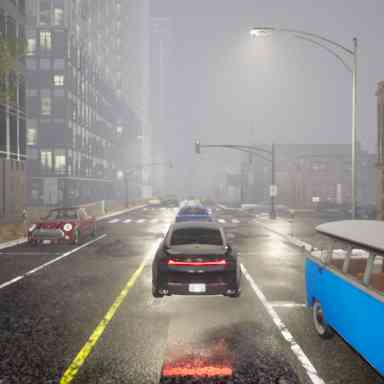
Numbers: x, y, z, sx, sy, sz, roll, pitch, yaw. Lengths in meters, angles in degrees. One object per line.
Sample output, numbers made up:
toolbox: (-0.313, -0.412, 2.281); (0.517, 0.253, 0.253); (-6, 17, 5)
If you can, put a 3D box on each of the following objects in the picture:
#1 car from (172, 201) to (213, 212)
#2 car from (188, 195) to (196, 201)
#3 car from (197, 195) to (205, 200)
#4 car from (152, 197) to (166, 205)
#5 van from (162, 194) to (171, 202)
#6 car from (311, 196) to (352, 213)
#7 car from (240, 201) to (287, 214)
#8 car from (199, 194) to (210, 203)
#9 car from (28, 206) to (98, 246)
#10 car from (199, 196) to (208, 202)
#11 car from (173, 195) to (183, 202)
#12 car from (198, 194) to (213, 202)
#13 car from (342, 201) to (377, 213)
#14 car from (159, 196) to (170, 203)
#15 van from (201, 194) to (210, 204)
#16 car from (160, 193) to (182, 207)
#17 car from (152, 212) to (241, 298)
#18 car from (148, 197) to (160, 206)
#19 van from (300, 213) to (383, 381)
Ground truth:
car: (0.068, 1.472, 17.982); (1.882, 1.535, 5.008); (0, 0, 0)
car: (-0.101, 1.478, 79.560); (1.837, 1.490, 4.892); (0, 0, 0)
car: (2.562, 1.528, 92.498); (2.008, 1.369, 4.403); (-1, 0, 0)
car: (-5.743, 1.549, 58.677); (1.947, 1.339, 4.313); (-1, 0, 0)
van: (-5.768, 1.321, 75.610); (1.690, 1.788, 3.998); (-1, 0, 0)
car: (16.477, 1.410, 38.362); (5.009, 1.841, 2.192); (1, 0, 1)
car: (7.593, 1.645, 35.518); (4.718, 1.301, 1.895); (1, 1, -6)
car: (2.586, 1.296, 69.921); (2.192, 1.841, 5.009); (-1, 0, 0)
car: (-5.723, 1.435, 15.086); (1.967, 1.590, 4.097); (-1, 0, 0)
car: (2.583, 1.561, 75.565); (1.802, 1.307, 4.206); (-1, 0, 0)
car: (-3.095, 1.505, 75.493); (2.128, 1.511, 4.902); (0, 0, 0)
car: (2.602, 1.423, 58.633); (1.967, 1.590, 4.097); (-1, 0, 0)
car: (16.379, 1.792, 29.985); (4.313, 1.339, 1.947); (1, 0, 1)
car: (-5.757, 1.547, 69.966); (1.947, 1.339, 4.313); (-1, 0, 0)
van: (2.594, 1.323, 64.278); (1.690, 1.788, 3.998); (-1, 0, 0)
car: (-3.164, 1.206, 51.213); (2.150, 2.045, 5.566); (0, 0, 1)
car: (0.087, 1.502, 8.494); (1.837, 1.490, 4.892); (0, 0, 0)
car: (-5.907, 1.510, 52.863); (1.752, 1.417, 4.829); (-1, 0, 0)
van: (2.669, 1.340, 4.013); (1.690, 1.788, 3.998); (-1, 0, 0)
